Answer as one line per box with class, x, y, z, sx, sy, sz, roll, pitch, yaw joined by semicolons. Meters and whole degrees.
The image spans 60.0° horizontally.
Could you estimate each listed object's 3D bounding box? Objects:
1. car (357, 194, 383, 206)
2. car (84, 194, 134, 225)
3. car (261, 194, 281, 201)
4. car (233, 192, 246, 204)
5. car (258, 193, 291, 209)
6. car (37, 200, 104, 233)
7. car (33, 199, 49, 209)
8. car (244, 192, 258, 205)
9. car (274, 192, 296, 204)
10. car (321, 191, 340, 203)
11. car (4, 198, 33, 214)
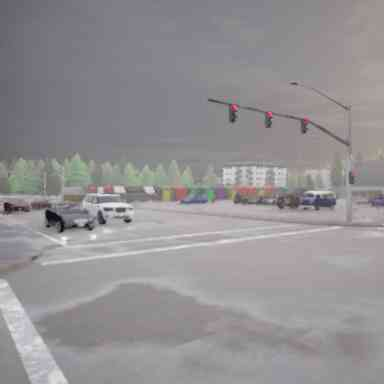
car;27.630;1.158;52.116;3.806;1.475;1.970;0;0;-35
car;-6.166;1.133;23.825;2.150;2.045;5.566;0;0;-36
car;16.164;1.129;68.251;3.905;1.438;1.784;0;0;-35
car;8.706;0.988;52.613;4.605;1.855;1.932;0;0;-35
car;11.973;1.229;48.091;3.806;1.475;1.970;0;0;-35
car;-7.139;1.418;19.184;2.128;1.511;4.902;0;0;-36
car;-18.115;1.515;40.474;1.895;1.301;4.718;0;0;-36
car;10.300;1.198;50.453;3.905;1.438;1.784;0;0;-35
car;17.785;0.918;65.850;4.605;1.855;1.932;0;0;-35
car;32.068;0.839;75.997;3.866;1.878;1.905;0;0;-35
car;-18.396;1.407;34.852;1.882;1.535;5.008;0;0;-36
